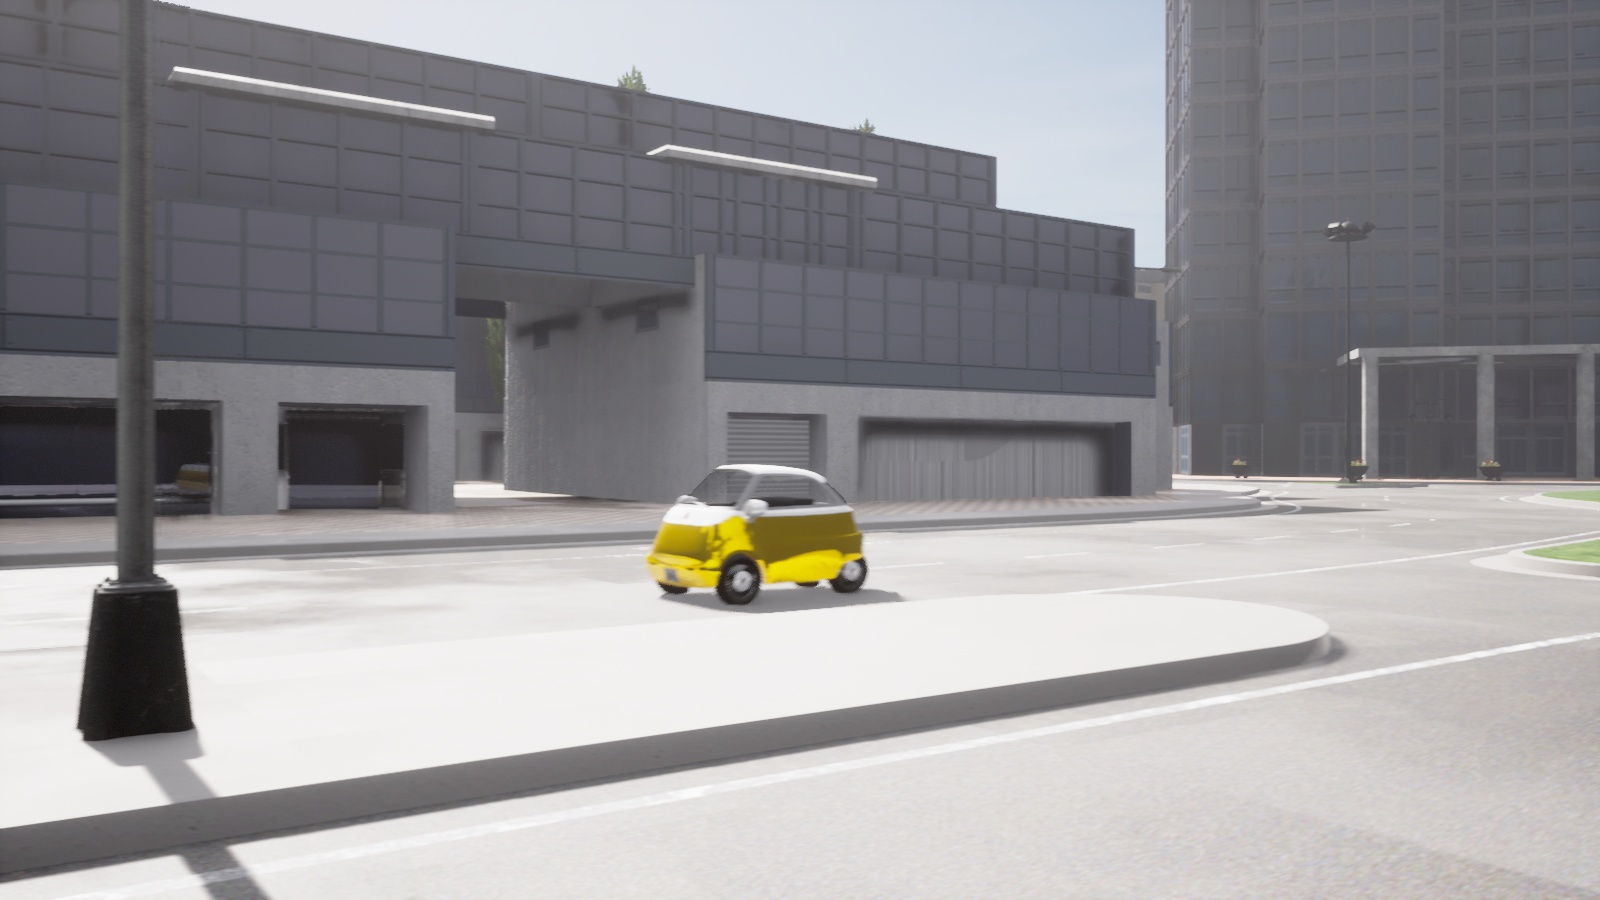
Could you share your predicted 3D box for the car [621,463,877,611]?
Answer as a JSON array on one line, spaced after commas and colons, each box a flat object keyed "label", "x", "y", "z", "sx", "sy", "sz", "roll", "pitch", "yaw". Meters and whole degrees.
[{"label": "car", "x": -0.526, "y": 0.833, "z": 13.072, "sx": 2.207, "sy": 1.376, "sz": 1.481, "roll": 0, "pitch": 0, "yaw": -35}]
